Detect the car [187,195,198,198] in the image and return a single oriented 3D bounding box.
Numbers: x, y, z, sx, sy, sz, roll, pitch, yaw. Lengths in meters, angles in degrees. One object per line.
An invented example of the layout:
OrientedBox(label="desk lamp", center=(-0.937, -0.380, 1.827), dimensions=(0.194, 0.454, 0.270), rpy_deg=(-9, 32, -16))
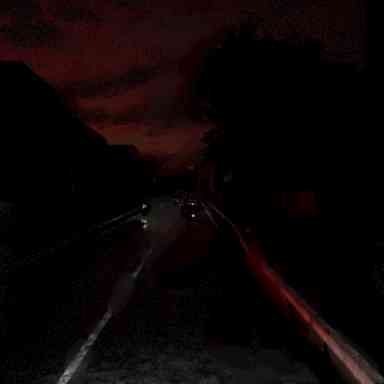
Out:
OrientedBox(label="car", center=(0.064, 1.167, 42.828), dimensions=(1.837, 1.490, 4.892), rpy_deg=(0, 1, 0))

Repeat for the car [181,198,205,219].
OrientedBox(label="car", center=(0.087, 1.457, 27.370), dimensions=(1.895, 1.301, 4.718), rpy_deg=(0, 1, 0))

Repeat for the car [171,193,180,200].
OrientedBox(label="car", center=(-3.533, 0.864, 71.932), dimensions=(2.128, 1.511, 4.902), rpy_deg=(0, 1, 0))

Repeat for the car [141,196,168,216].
OrientedBox(label="car", center=(-3.319, 1.171, 30.360), dimensions=(2.097, 1.767, 4.553), rpy_deg=(0, 1, 0))
